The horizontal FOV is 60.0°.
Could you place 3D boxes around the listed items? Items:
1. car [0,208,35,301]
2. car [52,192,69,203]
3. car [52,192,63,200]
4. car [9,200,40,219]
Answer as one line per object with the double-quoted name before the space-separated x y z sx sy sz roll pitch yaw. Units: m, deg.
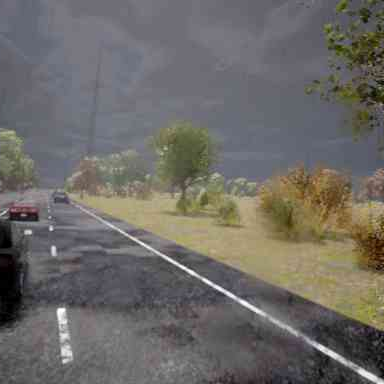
"car" -4.800 1.329 7.548 1.882 1.535 5.008 2 0 -24
"car" -20.043 0.777 51.059 2.097 1.767 4.553 2 0 -24
"car" -27.580 0.707 68.005 1.837 1.490 4.892 2 0 -24
"car" -12.181 1.236 24.385 1.895 1.301 4.718 2 0 -24
